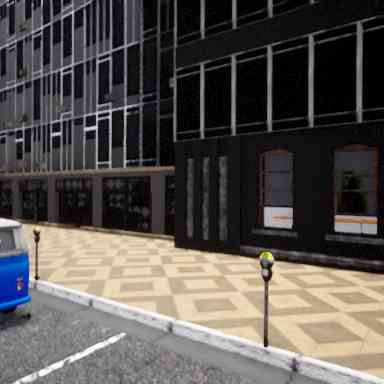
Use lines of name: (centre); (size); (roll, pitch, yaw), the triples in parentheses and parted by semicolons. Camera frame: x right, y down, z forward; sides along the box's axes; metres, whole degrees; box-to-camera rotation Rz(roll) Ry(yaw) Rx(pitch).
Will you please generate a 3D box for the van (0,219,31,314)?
van: (-4.727, 1.323, 6.259); (3.998, 1.788, 1.690); (0, 0, 36)
